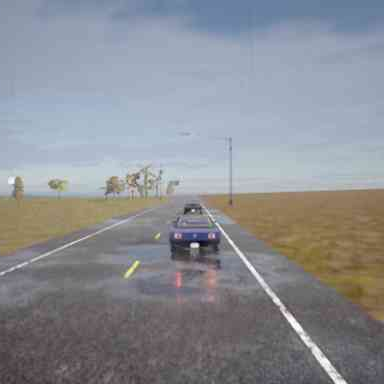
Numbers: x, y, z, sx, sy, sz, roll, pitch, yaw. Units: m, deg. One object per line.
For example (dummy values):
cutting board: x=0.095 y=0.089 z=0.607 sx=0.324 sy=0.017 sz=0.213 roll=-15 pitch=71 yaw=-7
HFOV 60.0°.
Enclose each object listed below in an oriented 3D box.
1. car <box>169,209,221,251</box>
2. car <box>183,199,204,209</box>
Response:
car: x=0.104 y=1.605 z=14.118 sx=1.895 sy=1.301 sz=4.718 roll=0 pitch=0 yaw=0
car: x=0.111 y=1.517 z=34.175 sx=1.837 sy=1.490 sz=4.892 roll=0 pitch=0 yaw=0
